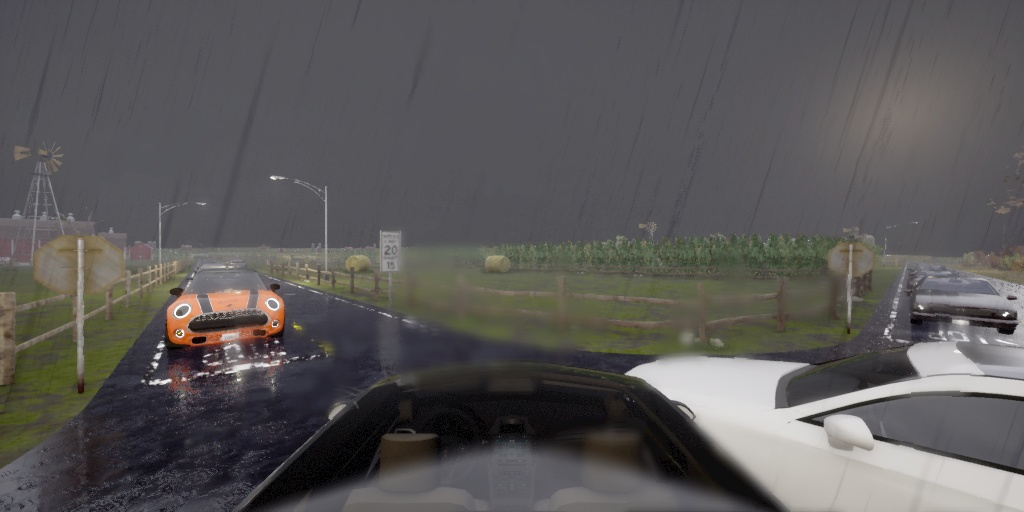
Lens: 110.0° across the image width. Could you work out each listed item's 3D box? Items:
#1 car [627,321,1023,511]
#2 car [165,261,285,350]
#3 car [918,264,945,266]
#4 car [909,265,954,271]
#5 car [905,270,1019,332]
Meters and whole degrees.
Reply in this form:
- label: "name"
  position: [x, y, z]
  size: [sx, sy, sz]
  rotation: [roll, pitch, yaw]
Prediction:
- label: "car"
  position: [2.866, 1.293, 2.171]
  size: [1.812, 1.442, 4.674]
  rotation: [0, 1, -43]
- label: "car"
  position: [-7.438, 1.136, 9.415]
  size: [2.097, 1.767, 4.553]
  rotation: [0, 0, -39]
- label: "car"
  position: [28.765, 1.302, 24.653]
  size: [4.902, 1.511, 2.128]
  rotation: [0, 1, -42]
- label: "car"
  position: [21.104, 1.359, 17.770]
  size: [4.181, 1.385, 1.994]
  rotation: [0, 1, -42]
- label: "car"
  position: [13.675, 1.332, 11.086]
  size: [5.357, 1.411, 2.033]
  rotation: [0, 1, -42]
